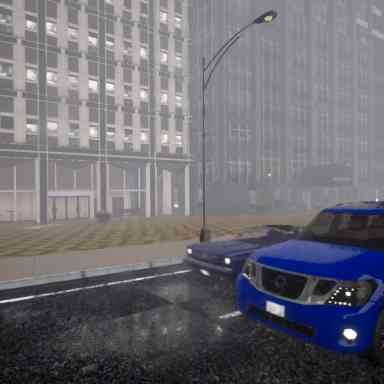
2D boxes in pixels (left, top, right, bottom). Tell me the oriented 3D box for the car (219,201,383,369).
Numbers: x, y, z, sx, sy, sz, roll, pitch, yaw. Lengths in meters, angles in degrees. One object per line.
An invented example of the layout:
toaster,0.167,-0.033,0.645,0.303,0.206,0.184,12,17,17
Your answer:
car,3.371,1.221,6.088,5.566,2.045,2.150,0,0,-35

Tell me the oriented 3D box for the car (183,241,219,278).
car,2.110,1.600,9.181,4.718,1.301,1.895,0,0,-35
